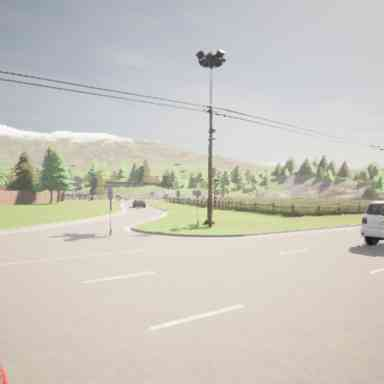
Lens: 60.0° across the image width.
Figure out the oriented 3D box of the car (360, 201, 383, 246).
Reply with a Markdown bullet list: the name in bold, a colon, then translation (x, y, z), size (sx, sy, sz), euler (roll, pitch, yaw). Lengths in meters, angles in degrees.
- **car**: translation (9.891, 1.420, 15.105), size (5.566, 2.045, 2.150), euler (1, 0, -36)

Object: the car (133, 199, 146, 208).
- **car**: translation (-8.797, 1.864, 55.647), size (1.994, 1.385, 4.181), euler (1, 0, -12)

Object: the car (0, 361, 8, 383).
- **car**: translation (-3.744, 1.192, 1.075), size (5.566, 2.045, 2.150), euler (1, 0, -36)
